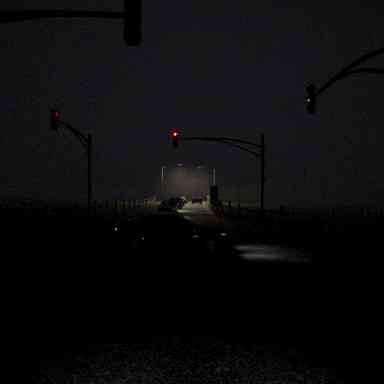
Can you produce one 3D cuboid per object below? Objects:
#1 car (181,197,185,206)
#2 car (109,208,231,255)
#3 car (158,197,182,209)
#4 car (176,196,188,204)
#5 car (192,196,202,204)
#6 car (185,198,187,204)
[{"bbox_3d":[-2.265,1.514,43.957,1.837,1.490,4.892,0,0,1],"label":"car"},{"bbox_3d":[-0.830,1.534,12.975,4.674,1.442,1.812,1,0,1],"label":"car"},{"bbox_3d":[-2.414,1.553,34.180,2.033,1.411,5.357,0,0,0],"label":"car"},{"bbox_3d":[-1.924,1.581,63.810,1.994,1.385,4.181,0,0,2],"label":"car"},{"bbox_3d":[0.976,1.494,63.938,1.882,1.535,5.008,0,0,1],"label":"car"},{"bbox_3d":[-2.122,1.560,53.805,2.033,1.411,5.357,0,0,1],"label":"car"}]
